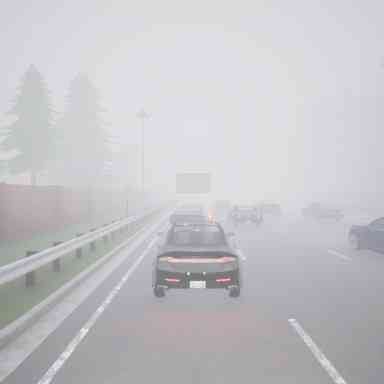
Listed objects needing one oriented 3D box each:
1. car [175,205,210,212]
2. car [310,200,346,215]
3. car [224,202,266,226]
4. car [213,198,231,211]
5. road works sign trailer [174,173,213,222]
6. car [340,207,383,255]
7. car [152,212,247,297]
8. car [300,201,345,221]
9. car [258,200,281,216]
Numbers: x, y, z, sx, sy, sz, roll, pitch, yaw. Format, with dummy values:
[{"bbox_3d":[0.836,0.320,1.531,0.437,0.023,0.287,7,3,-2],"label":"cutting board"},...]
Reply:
[{"bbox_3d":[-0.037,1.474,19.004,1.882,1.535,5.008,0,0,6],"label":"car"},{"bbox_3d":[14.126,1.601,34.846,1.895,1.301,4.718,0,0,0],"label":"car"},{"bbox_3d":[3.618,1.601,23.481,1.895,1.301,4.718,0,0,0],"label":"car"},{"bbox_3d":[3.631,1.491,39.606,2.128,1.511,4.902,0,0,0],"label":"car"},{"bbox_3d":[0.077,0.464,22.921,2.380,3.560,2.880,0,0,0],"label":"road works sign trailer"},{"bbox_3d":[7.108,1.477,11.088,1.882,1.535,5.008,0,0,0],"label":"car"},{"bbox_3d":[0.107,1.492,8.554,2.128,1.511,4.902,0,0,0],"label":"car"},{"bbox_3d":[10.629,1.547,27.371,2.033,1.411,5.357,0,0,0],"label":"car"},{"bbox_3d":[7.125,1.478,31.954,1.882,1.535,5.008,0,0,0],"label":"car"}]
